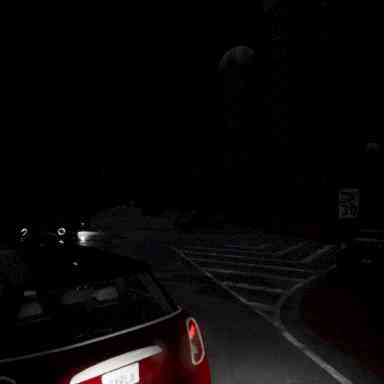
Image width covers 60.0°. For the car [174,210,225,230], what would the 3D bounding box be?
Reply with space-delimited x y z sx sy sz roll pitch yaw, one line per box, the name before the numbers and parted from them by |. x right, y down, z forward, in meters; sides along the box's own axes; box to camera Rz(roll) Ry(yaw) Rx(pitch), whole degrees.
car | 0.570 2.264 27.051 3.988 1.617 1.851 0 -2 -13

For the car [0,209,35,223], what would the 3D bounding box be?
car | -5.306 1.396 6.985 2.150 2.045 5.566 0 -2 -11

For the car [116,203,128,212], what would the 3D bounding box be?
car | -17.212 3.639 80.510 2.150 2.045 5.566 0 -2 -12

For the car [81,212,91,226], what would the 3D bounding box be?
car | -9.291 2.340 27.068 2.033 1.411 5.357 0 -2 -12

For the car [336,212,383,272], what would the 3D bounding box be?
car | 6.442 1.645 11.099 3.866 1.878 1.905 2 -2 -44

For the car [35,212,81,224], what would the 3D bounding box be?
car | -7.031 1.823 16.619 2.097 1.767 4.553 0 -2 -12

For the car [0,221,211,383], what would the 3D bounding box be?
car | -1.913 1.436 4.045 2.097 1.767 4.553 1 -2 -41

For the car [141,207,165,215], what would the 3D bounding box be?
car | -6.900 3.321 59.190 4.181 1.381 1.994 0 -2 -13
